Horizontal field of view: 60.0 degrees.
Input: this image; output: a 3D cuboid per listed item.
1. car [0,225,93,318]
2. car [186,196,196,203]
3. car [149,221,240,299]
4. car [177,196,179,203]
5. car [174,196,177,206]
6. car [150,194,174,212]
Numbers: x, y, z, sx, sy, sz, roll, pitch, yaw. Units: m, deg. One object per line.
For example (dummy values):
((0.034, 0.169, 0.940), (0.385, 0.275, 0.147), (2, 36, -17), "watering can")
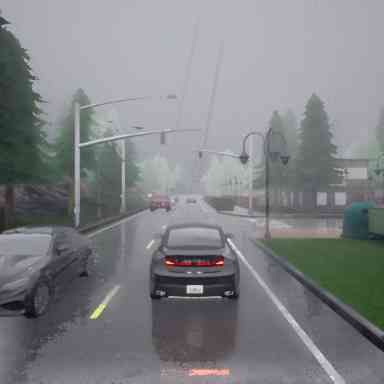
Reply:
((-3.601, 1.525, 7.515), (1.812, 1.442, 4.674), (0, 0, 0), "car")
((-0.135, 1.562, 66.625), (1.994, 1.385, 4.181), (0, 0, 0), "car")
((0.056, 1.505, 8.417), (1.837, 1.490, 4.892), (0, 0, 0), "car")
((-3.647, 1.490, 67.517), (2.128, 1.511, 4.902), (0, 0, 0), "car")
((-3.700, 1.524, 52.699), (1.812, 1.442, 4.674), (0, 0, -1), "car")
((-3.681, 1.220, 39.972), (2.150, 2.045, 5.566), (0, 0, 0), "car")
